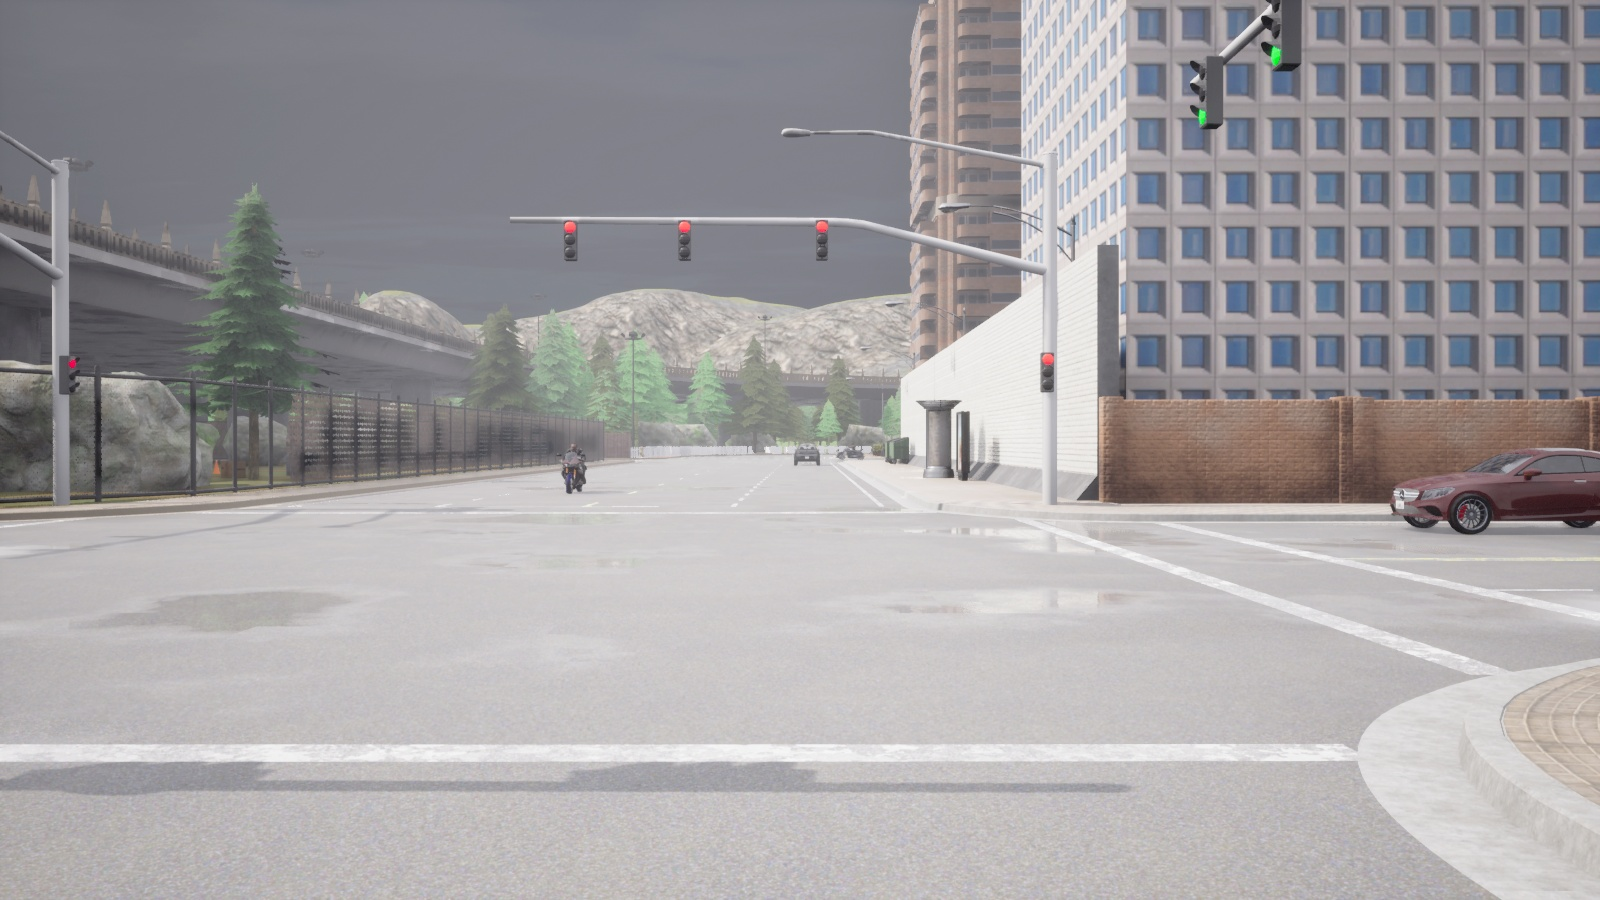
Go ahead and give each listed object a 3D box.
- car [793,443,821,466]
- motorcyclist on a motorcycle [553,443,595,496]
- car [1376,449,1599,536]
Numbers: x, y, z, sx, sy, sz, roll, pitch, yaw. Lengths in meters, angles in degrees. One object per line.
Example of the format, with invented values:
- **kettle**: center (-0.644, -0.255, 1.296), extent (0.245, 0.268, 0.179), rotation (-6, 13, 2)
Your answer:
- **car**: center (0.477, 0.282, 84.855), extent (1.816, 1.474, 4.193), rotation (0, 0, 0)
- **motorcyclist on a motorcycle**: center (-6.779, 0.563, 37.779), extent (0.866, 1.530, 2.191), rotation (0, 0, 0)
- **car**: center (12.785, 0.714, 21.879), extent (4.674, 1.442, 1.812), rotation (0, 0, 0)
